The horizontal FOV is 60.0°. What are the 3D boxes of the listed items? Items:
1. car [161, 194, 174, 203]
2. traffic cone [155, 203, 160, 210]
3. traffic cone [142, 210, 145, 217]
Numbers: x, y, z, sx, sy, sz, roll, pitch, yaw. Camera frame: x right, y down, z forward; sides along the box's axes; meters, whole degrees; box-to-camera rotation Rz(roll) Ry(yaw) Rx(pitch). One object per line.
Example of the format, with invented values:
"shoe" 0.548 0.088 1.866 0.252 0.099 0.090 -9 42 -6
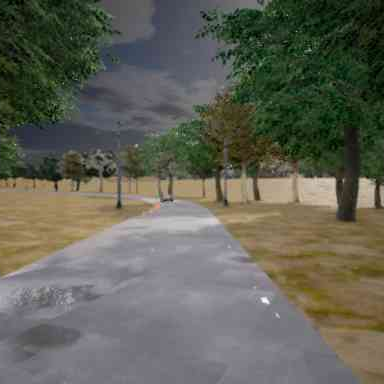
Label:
"car" -4.447 1.111 59.232 1.882 1.535 5.008 0 1 -13
"traffic cone" -4.194 1.830 38.781 0.340 0.580 0.340 0 0 -1
"traffic cone" -4.192 1.882 28.799 0.340 0.580 0.340 0 0 0
